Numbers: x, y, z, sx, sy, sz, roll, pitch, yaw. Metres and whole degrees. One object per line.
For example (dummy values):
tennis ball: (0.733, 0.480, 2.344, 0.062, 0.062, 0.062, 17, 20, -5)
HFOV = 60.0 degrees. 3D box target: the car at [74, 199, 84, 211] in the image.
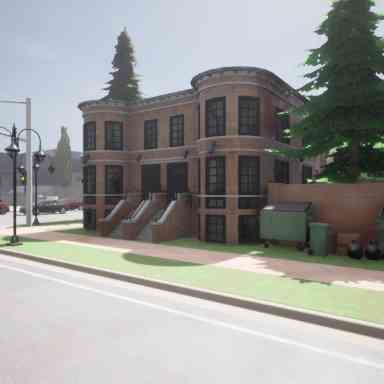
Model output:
car: (-14.974, 1.478, 39.563, 1.882, 1.535, 5.008, 0, 0, 33)

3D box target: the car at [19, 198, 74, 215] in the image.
car: (-14.802, 1.505, 33.568, 1.837, 1.490, 4.892, 0, 0, 34)

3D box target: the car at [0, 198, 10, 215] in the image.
car: (-20.189, 1.352, 31.957, 2.097, 1.767, 4.553, 0, 0, 35)
